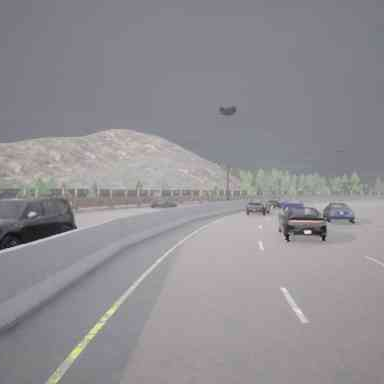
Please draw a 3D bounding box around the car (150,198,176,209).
[{"bbox_3d":[-3.868,1.563,44.782,1.994,1.385,4.181,0,0,25],"label":"car"}]

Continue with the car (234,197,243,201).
[{"bbox_3d":[8.034,1.545,52.328,2.033,1.411,5.357,0,0,32],"label":"car"}]

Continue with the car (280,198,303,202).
[{"bbox_3d":[10.280,1.477,33.116,1.882,1.535,5.008,0,-1,21],"label":"car"}]

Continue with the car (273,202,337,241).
[{"bbox_3d":[5.405,1.490,16.617,2.128,1.511,4.902,0,0,11],"label":"car"}]

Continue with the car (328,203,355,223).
[{"bbox_3d":[11.244,1.546,25.639,2.033,1.411,5.357,0,0,18],"label":"car"}]

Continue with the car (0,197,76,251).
[{"bbox_3d":[-6.210,1.221,11.861,2.150,2.045,5.566,0,0,7],"label":"car"}]

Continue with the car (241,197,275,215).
[{"bbox_3d":[6.708,1.490,33.516,2.128,1.511,4.902,0,0,21],"label":"car"}]

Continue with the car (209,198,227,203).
[{"bbox_3d":[4.214,1.562,52.619,1.994,1.385,4.181,0,0,31],"label":"car"}]

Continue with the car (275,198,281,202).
[{"bbox_3d":[11.008,1.503,43.041,1.837,1.490,4.892,0,0,28],"label":"car"}]
